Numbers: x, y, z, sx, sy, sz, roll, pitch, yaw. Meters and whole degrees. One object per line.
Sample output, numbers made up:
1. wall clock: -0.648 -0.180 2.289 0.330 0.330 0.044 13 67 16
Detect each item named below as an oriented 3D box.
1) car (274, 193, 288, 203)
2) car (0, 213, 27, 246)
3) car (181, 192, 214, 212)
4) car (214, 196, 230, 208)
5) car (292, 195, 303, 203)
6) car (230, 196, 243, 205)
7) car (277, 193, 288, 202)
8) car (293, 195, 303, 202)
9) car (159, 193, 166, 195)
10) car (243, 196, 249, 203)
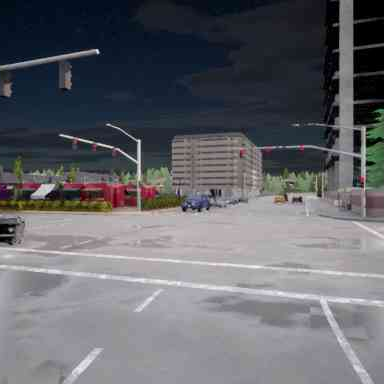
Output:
1. car: 18.205 1.478 69.000 1.882 1.535 5.008 0 0 19
2. car: -8.756 1.634 15.112 1.895 1.301 4.718 1 -1 -22
3. car: 0.580 1.221 39.305 2.150 2.045 5.566 0 0 19
4. car: 3.724 1.601 48.548 1.895 1.301 4.718 0 0 19
5. car: 21.419 1.478 67.598 1.882 1.535 5.008 0 0 19
6. car: 6.844 1.491 57.666 2.128 1.511 4.902 0 0 19
7. car: 21.513 1.225 78.819 2.150 2.045 5.566 0 0 19
8. car: 24.708 1.525 77.343 2.128 1.511 4.902 0 0 19
9. car: -8.000 1.209 81.429 4.605 1.855 1.932 0 0 19
10. car: 10.314 1.547 67.656 2.033 1.411 5.357 0 0 19
